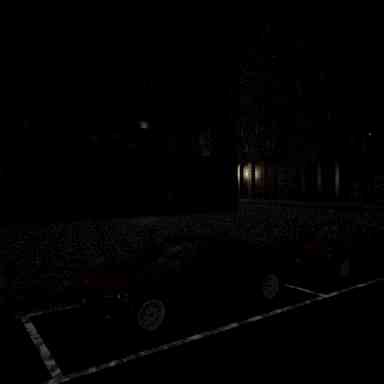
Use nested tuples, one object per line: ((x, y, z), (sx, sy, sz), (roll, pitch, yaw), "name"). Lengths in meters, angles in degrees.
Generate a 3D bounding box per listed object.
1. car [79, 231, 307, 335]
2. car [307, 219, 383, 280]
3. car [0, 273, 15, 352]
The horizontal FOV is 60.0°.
((0.073, 1.544, 6.720), (4.507, 1.381, 1.887), (0, 0, -36), "car")
((4.568, 1.544, 9.933), (4.507, 1.381, 1.887), (0, 0, -36), "car")
((-4.422, 1.545, 3.507), (4.507, 1.381, 1.887), (0, 0, -36), "car")
